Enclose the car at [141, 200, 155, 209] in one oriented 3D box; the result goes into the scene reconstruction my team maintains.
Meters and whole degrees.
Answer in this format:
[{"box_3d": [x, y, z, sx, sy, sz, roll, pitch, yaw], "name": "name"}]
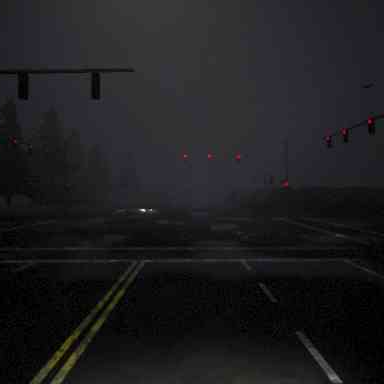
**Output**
[{"box_3d": [-7.049, 2.033, 53.730, 1.994, 1.385, 4.181, 0, -1, 0], "name": "car"}]
